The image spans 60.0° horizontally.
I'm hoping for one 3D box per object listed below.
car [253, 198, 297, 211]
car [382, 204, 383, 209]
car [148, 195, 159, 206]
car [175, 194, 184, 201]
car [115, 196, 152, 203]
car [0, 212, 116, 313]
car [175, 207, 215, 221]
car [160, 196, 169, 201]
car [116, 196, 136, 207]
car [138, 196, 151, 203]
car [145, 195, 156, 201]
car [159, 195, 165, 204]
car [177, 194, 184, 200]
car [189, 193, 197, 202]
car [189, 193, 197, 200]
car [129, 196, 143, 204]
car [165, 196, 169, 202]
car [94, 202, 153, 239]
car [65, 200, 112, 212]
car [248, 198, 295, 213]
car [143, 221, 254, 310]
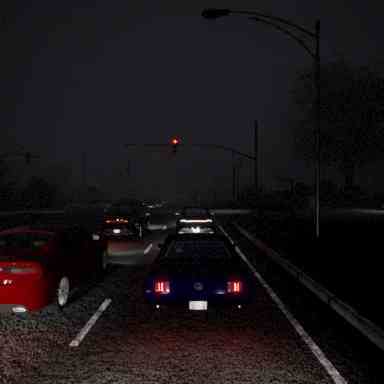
[{"bbox_3d":[9.871,1.490,40.013,4.902,1.511,2.128,0,0,6],"label":"car"},{"bbox_3d":[24.995,1.491,39.008,4.892,1.490,1.837,0,0,3],"label":"car"},{"bbox_3d":[-6.956,1.562,54.686,1.994,1.385,4.181,0,0,-1],"label":"car"},{"bbox_3d":[-3.289,1.529,84.646,2.033,1.411,5.357,0,0,0],"label":"car"},{"bbox_3d":[-7.774,1.524,40.906,4.674,1.442,1.812,0,0,3],"label":"car"},{"bbox_3d":[-3.382,1.477,7.788,1.882,1.535,5.008,0,0,0],"label":"car"},{"bbox_3d":[0.151,1.491,17.023,2.128,1.511,4.902,0,0,-1],"label":"car"},{"bbox_3d":[-6.794,1.592,83.191,1.895,1.301,4.718,0,0,0],"label":"car"},{"bbox_3d":[-10.484,1.489,53.168,2.128,1.511,4.902,0,0,1],"label":"car"},{"bbox_3d":[-10.322,1.537,72.520,2.033,1.411,5.357,0,0,0],"label":"car"},{"bbox_3d":[-10.295,1.536,82.824,2.033,1.411,5.357,0,0,0],"label":"car"},{"bbox_3d":[-6.890,1.598,63.447,1.895,1.301,4.718,0,0,1],"label":"car"},{"bbox_3d":[-3.222,1.324,95.054,1.882,1.535,5.008,0,0,1],"label":"car"},{"bbox_3d":[0.191,1.497,76.175,1.837,1.490,4.892,0,0,0],"label":"car"},{"bbox_3d":[0.275,1.221,94.667,2.150,2.045,5.566,0,0,1],"label":"car"},{"bbox_3d":[-10.400,1.523,62.433,1.812,1.442,4.674,0,0,0],"label":"car"},{"bbox_3d":[-6.821,1.475,73.208,1.882,1.535,5.008,0,0,0],"label":"car"},{"bbox_3d":[-3.358,1.504,17.286,1.837,1.490,4.892,0,0,0],"label":"car"},{"bbox_3d":[-11.830,1.599,37.640,4.718,1.301,1.895,0,0,3],"label":"car"},{"bbox_3d":[8.518,1.599,36.219,4.718,1.301,1.895,0,0,0],"label":"car"},{"bbox_3d":[0.119,1.601,7.761,1.895,1.301,4.718,0,0,0],"label":"car"}]
